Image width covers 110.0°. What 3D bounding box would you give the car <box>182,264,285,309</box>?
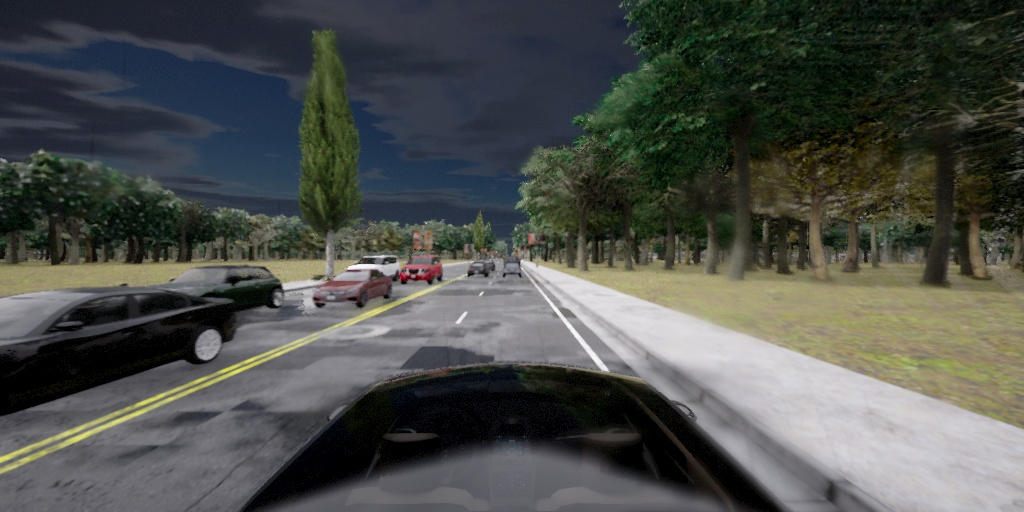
[{"bbox_3d":[-9.828,1.096,11.906,2.097,1.767,4.553,0,0,0],"label":"car"}]

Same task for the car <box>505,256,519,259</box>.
[{"bbox_3d":[0.047,0.987,46.930,2.150,2.045,5.566,0,0,0],"label":"car"}]

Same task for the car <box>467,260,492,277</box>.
[{"bbox_3d":[-3.228,1.274,34.866,1.812,1.442,4.674,0,0,0],"label":"car"}]

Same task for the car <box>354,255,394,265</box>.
[{"bbox_3d":[-9.785,0.961,25.830,2.150,2.045,5.566,0,0,1],"label":"car"}]

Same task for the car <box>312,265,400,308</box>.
[{"bbox_3d":[-6.572,1.270,15.393,1.812,1.442,4.674,0,0,1],"label":"car"}]

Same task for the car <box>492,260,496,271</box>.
[{"bbox_3d":[-3.189,1.255,48.069,2.128,1.511,4.902,0,0,0],"label":"car"}]

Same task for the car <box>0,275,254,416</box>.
[{"bbox_3d":[-6.574,1.226,5.245,1.882,1.535,5.008,0,0,0],"label":"car"}]

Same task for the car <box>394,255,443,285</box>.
[{"bbox_3d":[-6.565,0.958,26.608,2.150,2.045,5.566,0,1,0],"label":"car"}]

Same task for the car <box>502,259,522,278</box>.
[{"bbox_3d":[0.019,1.296,34.128,2.033,1.411,5.357,0,0,0],"label":"car"}]
